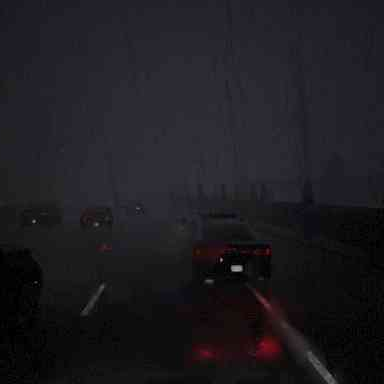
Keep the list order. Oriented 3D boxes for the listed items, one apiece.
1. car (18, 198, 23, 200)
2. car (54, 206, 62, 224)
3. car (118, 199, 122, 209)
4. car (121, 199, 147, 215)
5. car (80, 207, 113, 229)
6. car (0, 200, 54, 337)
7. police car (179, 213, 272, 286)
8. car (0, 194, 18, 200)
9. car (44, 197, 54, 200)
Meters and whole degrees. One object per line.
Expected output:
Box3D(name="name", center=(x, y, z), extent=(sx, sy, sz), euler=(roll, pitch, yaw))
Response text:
Box3D(name="car", center=(-40.217, 1.994, 76.972), extent=(1.882, 1.535, 5.008), euler=(0, -4, -16))
Box3D(name="car", center=(-9.775, 1.506, 21.769), extent=(2.128, 1.511, 4.902), euler=(0, 0, -13))
Box3D(name="car", center=(-9.277, 1.620, 46.179), extent=(1.895, 1.301, 4.718), euler=(0, 0, -16))
Box3D(name="car", center=(-5.838, 1.570, 34.343), extent=(1.994, 1.385, 4.181), euler=(0, 0, -16))
Box3D(name="car", center=(-6.132, 1.607, 21.731), extent=(1.895, 1.301, 4.718), euler=(0, 0, -13))
Box3D(name="car", center=(-3.616, 1.223, 3.471), extent=(2.150, 2.045, 5.566), euler=(0, 0, -2))
Box3D(name="police car", center=(0.695, 1.423, 9.642), extent=(1.930, 1.638, 5.238), euler=(0, 0, -6))
Box3D(name="car", center=(-21.315, 1.273, 36.706), extent=(2.150, 2.045, 5.566), euler=(0, 0, -16))
Box3D(name="car", center=(-32.804, 1.808, 76.548), extent=(2.097, 1.767, 4.553), euler=(0, -3, -16))
